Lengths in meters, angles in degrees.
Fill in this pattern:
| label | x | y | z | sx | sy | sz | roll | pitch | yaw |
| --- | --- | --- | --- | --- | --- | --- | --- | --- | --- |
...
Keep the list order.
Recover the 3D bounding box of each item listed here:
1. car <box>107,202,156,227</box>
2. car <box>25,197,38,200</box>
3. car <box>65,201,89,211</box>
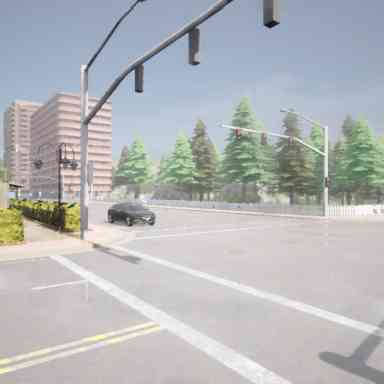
| label | x | y | z | sx | sy | sz | roll | pitch | yaw |
| --- | --- | --- | --- | --- | --- | --- | --- | --- | --- |
| car | -4.295 | 1.505 | 23.206 | 1.837 | 1.490 | 4.892 | 0 | 0 | -37 |
| car | -23.822 | 1.492 | 49.341 | 2.128 | 1.511 | 4.902 | 0 | 0 | -36 |
| car | -11.950 | 1.601 | 33.414 | 1.895 | 1.301 | 4.718 | 0 | 0 | -37 |
